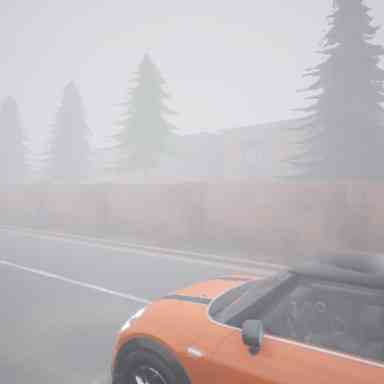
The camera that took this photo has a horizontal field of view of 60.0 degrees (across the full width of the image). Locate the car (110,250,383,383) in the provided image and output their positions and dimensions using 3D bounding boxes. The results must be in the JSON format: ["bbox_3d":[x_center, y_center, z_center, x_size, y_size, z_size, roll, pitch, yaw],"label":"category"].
[{"bbox_3d":[1.364,1.345,2.991,4.553,1.767,2.097,1,0,36],"label":"car"}]
